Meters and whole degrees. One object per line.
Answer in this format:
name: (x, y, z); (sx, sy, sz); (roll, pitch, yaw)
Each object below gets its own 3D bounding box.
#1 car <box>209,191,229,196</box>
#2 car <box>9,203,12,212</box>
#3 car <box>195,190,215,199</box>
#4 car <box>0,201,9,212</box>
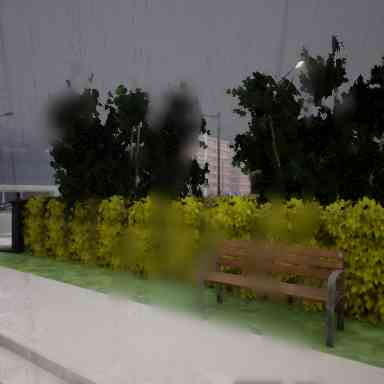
car: (5.787, 0.771, 67.661); (2.033, 1.411, 5.357); (0, 1, 35)
car: (-16.631, 1.480, 35.836); (1.812, 1.442, 4.674); (0, 0, 35)
car: (2.717, 0.581, 69.375); (2.097, 1.767, 4.553); (0, 1, 35)
car: (-19.769, 1.520, 37.453); (1.994, 1.385, 4.181); (0, 0, 35)
